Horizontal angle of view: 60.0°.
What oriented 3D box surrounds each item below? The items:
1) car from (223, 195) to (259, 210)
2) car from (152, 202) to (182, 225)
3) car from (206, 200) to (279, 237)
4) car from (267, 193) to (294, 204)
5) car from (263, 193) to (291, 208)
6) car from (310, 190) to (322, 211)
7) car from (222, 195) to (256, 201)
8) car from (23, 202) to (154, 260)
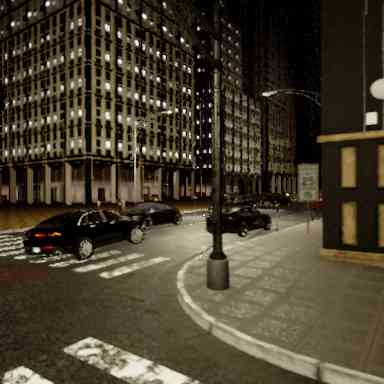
[{"bbox_3d":[5.183,1.029,34.581,1.947,1.339,4.313,1,1,35],"label":"car"},{"bbox_3d":[-2.425,1.302,19.324,1.994,1.385,4.181,0,1,35],"label":"car"},{"bbox_3d":[2.298,1.278,15.957,1.947,1.339,4.313,1,1,35],"label":"car"},{"bbox_3d":[11.695,0.838,43.811,1.947,1.339,4.313,1,1,35],"label":"car"},{"bbox_3d":[8.905,0.907,35.370,1.837,1.490,4.892,0,1,35],"label":"car"},{"bbox_3d":[12.066,0.739,29.795,2.192,1.841,5.009,1,1,35],"label":"car"},{"bbox_3d":[3.261,1.075,27.383,1.837,1.490,4.892,0,1,35],"label":"car"},{"bbox_3d":[-3.591,1.366,12.018,1.837,1.490,4.892,-5,0,25],"label":"car"}]
